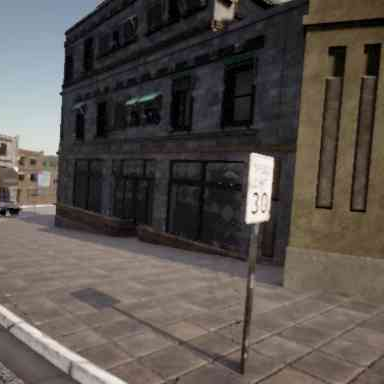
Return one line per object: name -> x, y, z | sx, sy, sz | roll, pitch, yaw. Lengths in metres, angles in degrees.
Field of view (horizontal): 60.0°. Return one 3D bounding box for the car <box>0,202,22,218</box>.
car -> -19.723, 1.805, 35.113 | 1.882, 1.535, 5.008 | 4, -1, -6
